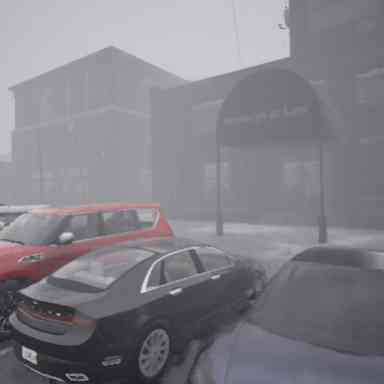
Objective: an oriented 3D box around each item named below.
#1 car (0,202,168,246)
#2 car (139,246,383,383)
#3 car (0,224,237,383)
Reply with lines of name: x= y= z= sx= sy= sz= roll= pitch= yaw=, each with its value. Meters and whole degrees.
car: x=-2.654 y=1.298 z=7.215 sx=2.435 sy=2.045 sz=5.566 roll=-1 pitch=-1 yaw=36
car: x=1.873 y=1.516 z=3.983 sx=2.163 sy=1.488 sz=4.792 roll=-1 pitch=0 yaw=36
car: x=-0.376 y=1.519 z=5.616 sx=2.231 sy=1.521 sz=4.892 roll=-1 pitch=0 yaw=36
